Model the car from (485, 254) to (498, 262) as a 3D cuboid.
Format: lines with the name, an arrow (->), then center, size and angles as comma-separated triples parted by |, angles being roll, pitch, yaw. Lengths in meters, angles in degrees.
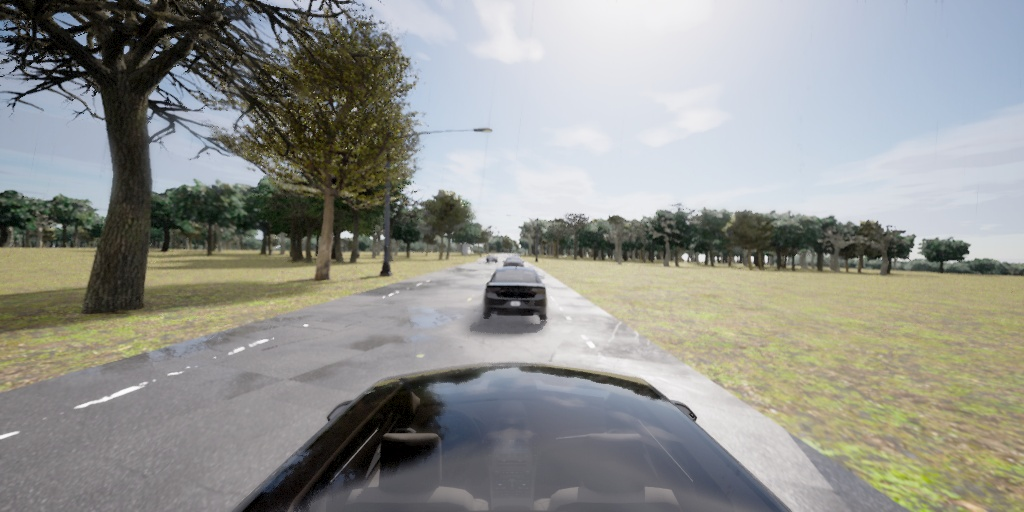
car -> -3.492, 0.435, 62.012 | 2.128, 1.511, 4.902 | 1, 0, 0

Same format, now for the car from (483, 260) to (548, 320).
car -> 0.112, 1.098, 12.200 | 1.882, 1.535, 5.008 | 1, 1, 0

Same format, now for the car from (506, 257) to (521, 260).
car -> 0.135, 0.828, 31.745 | 1.812, 1.442, 4.674 | 2, 1, 0
